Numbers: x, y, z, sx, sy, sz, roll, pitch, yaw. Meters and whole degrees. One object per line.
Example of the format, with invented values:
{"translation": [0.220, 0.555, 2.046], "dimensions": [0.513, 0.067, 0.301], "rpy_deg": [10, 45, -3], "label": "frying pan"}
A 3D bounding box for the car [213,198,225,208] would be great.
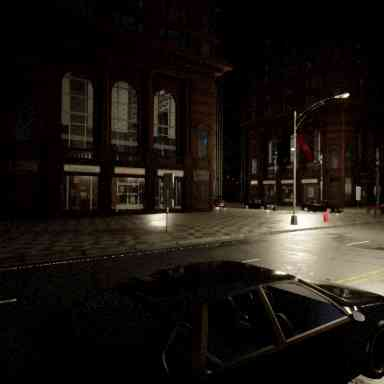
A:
{"translation": [3.349, 1.789, 53.358], "dimensions": [1.812, 1.442, 4.674], "rpy_deg": [1, -1, -35], "label": "car"}

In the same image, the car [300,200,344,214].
{"translation": [14.594, 1.679, 37.507], "dimensions": [1.837, 1.490, 4.892], "rpy_deg": [1, -1, -35], "label": "car"}

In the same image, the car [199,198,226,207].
{"translation": [3.566, 1.798, 58.580], "dimensions": [1.882, 1.535, 5.008], "rpy_deg": [1, -1, -36], "label": "car"}

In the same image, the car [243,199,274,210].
{"translation": [9.105, 1.722, 45.245], "dimensions": [1.837, 1.490, 4.892], "rpy_deg": [1, -1, -35], "label": "car"}

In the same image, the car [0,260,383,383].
{"translation": [0.423, 1.548, 3.744], "dimensions": [5.357, 1.411, 2.033], "rpy_deg": [0, 0, -36], "label": "car"}

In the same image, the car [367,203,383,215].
{"translation": [20.796, 1.656, 34.334], "dimensions": [1.882, 1.535, 5.008], "rpy_deg": [1, -1, -36], "label": "car"}
